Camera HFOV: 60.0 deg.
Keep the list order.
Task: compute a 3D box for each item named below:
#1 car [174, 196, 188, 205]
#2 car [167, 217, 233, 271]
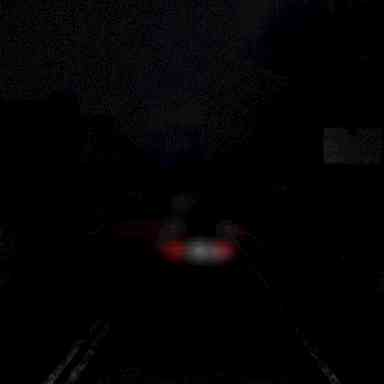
[{"bbox_3d":[-1.830,1.456,55.396,1.812,1.442,4.674,0,0,2],"label":"car"},{"bbox_3d":[0.287,1.530,10.852,2.033,1.411,5.357,0,0,2],"label":"car"}]
